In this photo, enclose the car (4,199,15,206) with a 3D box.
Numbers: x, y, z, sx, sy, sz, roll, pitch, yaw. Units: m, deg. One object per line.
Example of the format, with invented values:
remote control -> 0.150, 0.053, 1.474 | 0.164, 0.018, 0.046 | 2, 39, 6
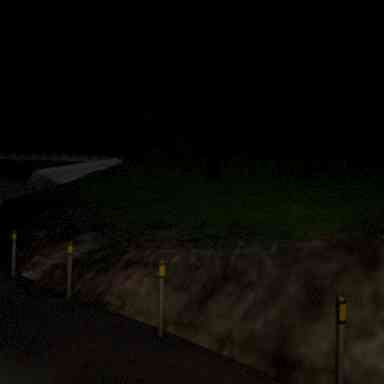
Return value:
car -> -35.467, 2.020, 64.633 | 2.128, 1.511, 4.902 | 0, -1, -11
